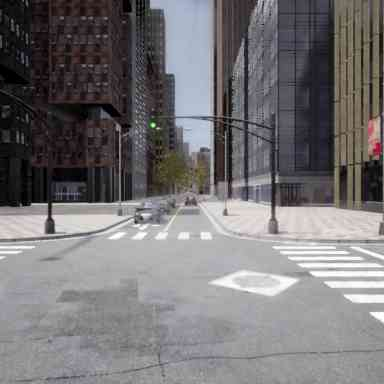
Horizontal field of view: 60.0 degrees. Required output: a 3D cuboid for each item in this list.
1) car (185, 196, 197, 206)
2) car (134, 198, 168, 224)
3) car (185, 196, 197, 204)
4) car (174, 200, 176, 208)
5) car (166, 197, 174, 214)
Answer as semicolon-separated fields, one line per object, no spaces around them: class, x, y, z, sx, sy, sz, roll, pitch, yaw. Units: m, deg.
car;-0.180;1.521;55.111;1.812;1.442;4.674;0;0;0
car;-3.169;1.489;25.045;2.128;1.511;4.902;0;0;-1
car;-0.218;1.488;65.116;2.128;1.511;4.902;0;0;0
car;-3.230;1.474;45.232;1.882;1.535;5.008;0;0;0
car;-3.196;1.522;34.877;1.812;1.442;4.674;0;0;0
